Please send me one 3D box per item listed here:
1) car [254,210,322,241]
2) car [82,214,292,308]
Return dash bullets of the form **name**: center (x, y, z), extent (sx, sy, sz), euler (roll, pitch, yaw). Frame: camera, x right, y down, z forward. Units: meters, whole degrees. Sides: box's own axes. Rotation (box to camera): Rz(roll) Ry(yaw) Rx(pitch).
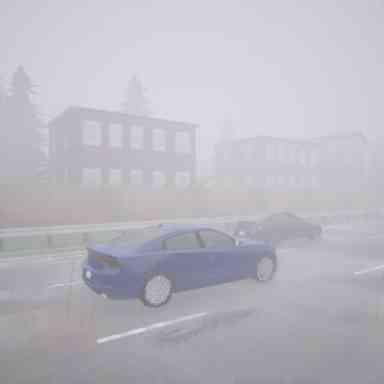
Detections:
- **car**: center (3.960, 1.561, 15.189), extent (4.674, 1.442, 1.812), euler (0, 0, -36)
- **car**: center (-0.030, 1.491, 8.026), extent (5.008, 1.535, 1.882), euler (0, 0, -36)
